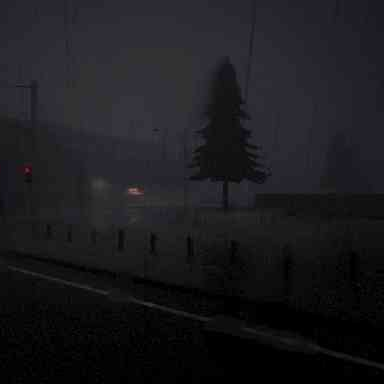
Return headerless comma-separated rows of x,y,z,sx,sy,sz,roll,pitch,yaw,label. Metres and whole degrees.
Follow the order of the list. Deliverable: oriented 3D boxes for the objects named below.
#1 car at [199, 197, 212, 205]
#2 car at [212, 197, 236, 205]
3.107,1.606,59.880,1.994,1.385,4.181,0,0,36,car
5.951,1.606,57.839,1.994,1.385,4.181,0,0,36,car
